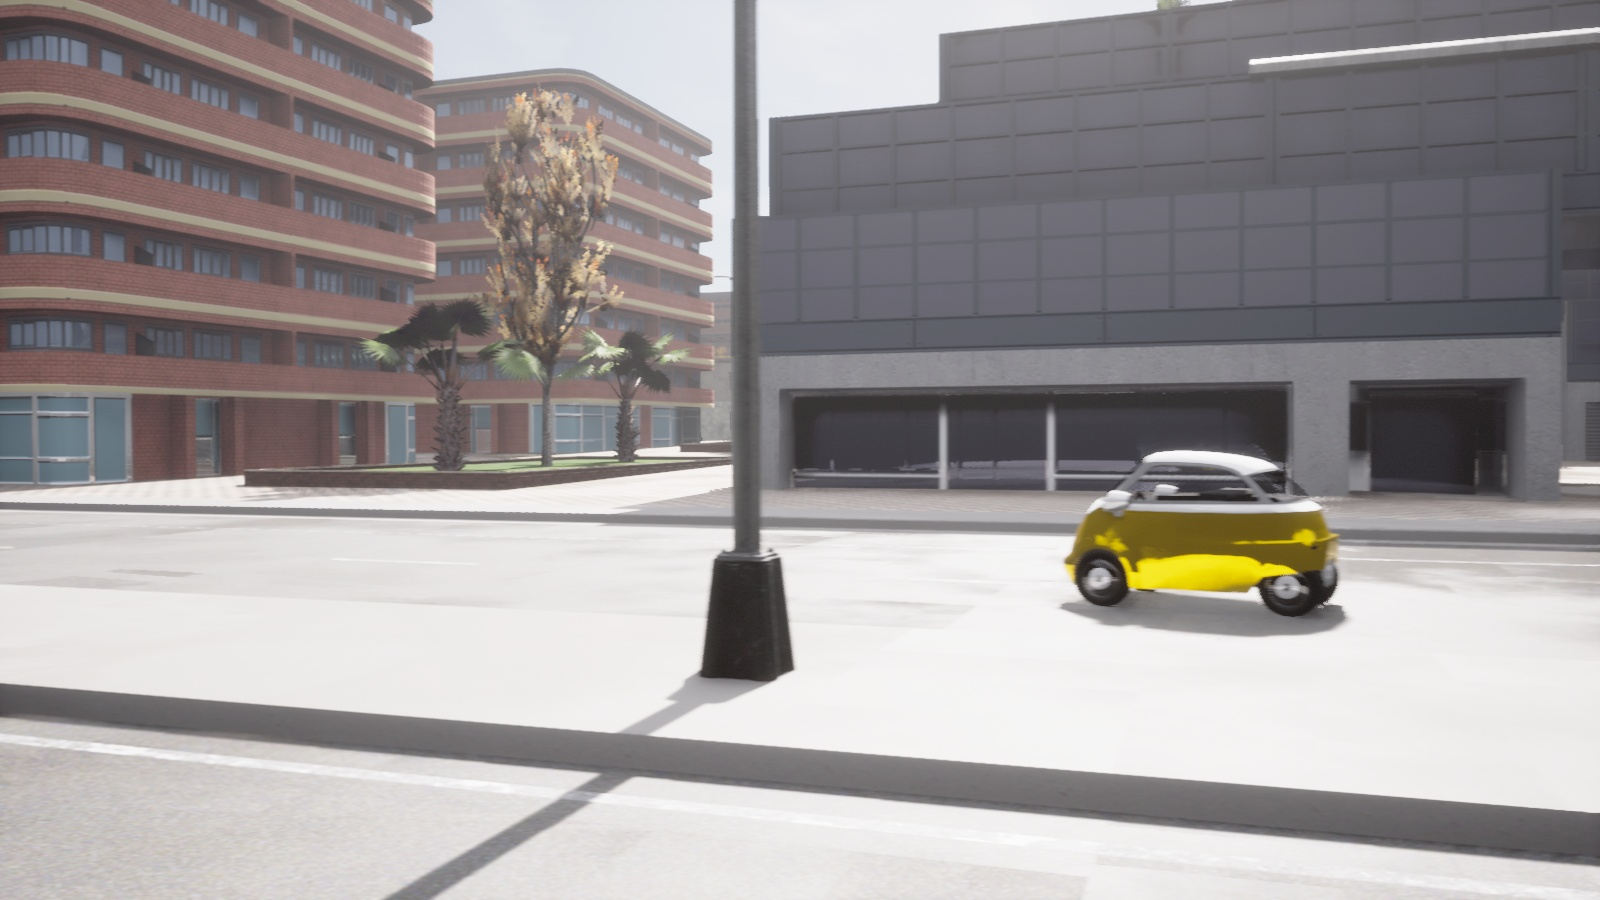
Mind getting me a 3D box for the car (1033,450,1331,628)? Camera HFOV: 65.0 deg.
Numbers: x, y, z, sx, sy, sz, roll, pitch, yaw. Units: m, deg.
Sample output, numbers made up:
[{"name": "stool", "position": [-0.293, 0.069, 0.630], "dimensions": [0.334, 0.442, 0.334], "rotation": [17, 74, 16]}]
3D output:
[{"name": "car", "position": [3.437, 0.713, 11.305], "dimensions": [2.207, 1.376, 1.481], "rotation": [1, 1, 34]}]
